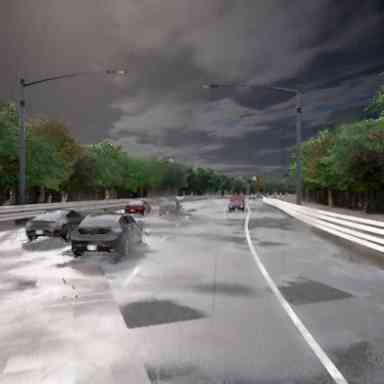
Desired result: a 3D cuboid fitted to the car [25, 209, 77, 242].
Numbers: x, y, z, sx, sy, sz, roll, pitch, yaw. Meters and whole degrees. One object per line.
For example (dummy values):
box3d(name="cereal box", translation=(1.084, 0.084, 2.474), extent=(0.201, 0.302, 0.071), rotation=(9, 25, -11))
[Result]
box3d(name="car", translation=(-6.488, 1.573, 16.640), extent=(1.812, 1.442, 4.674), rotation=(0, 0, 2))

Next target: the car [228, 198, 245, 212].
box3d(name="car", translation=(5.458, 1.742, 40.741), extent=(1.895, 1.301, 4.718), rotation=(0, 0, 8))

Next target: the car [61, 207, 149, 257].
box3d(name="car", translation=(-3.121, 1.543, 13.074), extent=(1.837, 1.490, 4.892), rotation=(0, 0, 2))

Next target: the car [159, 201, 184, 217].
box3d(name="car", translation=(-1.997, 1.610, 32.352), extent=(1.837, 1.490, 4.892), rotation=(0, 0, 5))

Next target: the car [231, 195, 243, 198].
box3d(name="car", translation=(6.505, 1.393, 48.183), extent=(2.150, 2.045, 5.566), rotation=(0, 0, 8))

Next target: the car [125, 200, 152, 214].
box3d(name="car", translation=(-5.390, 1.586, 33.775), extent=(1.882, 1.535, 5.008), rotation=(0, 0, 5))
